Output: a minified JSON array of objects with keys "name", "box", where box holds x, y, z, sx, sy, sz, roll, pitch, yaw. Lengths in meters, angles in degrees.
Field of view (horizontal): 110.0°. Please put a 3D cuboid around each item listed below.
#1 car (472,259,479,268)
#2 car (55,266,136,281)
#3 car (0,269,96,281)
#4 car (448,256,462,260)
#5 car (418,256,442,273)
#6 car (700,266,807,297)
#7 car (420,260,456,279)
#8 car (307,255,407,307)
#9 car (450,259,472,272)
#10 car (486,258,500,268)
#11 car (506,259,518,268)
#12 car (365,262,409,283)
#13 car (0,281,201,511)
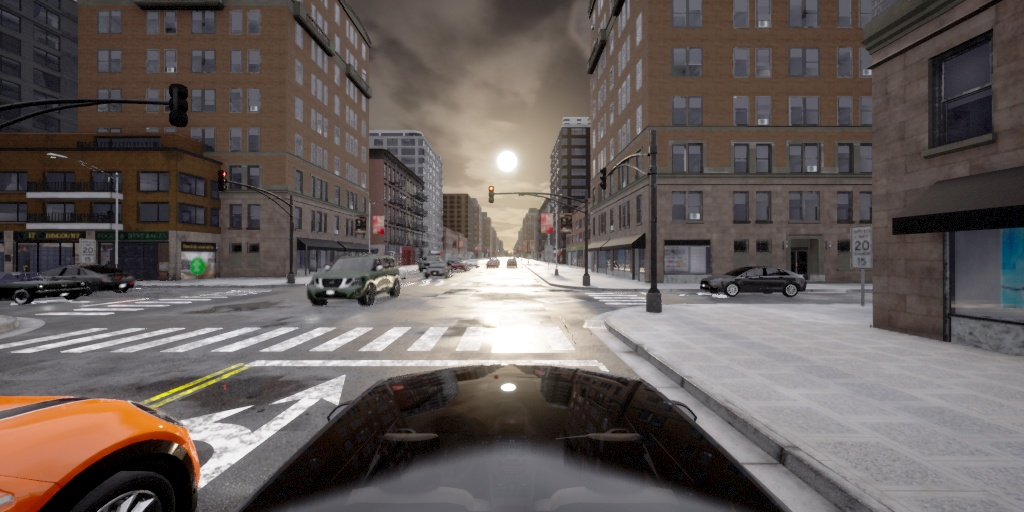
[{"name":"car","box":[-6.679,1.266,59.945,1.812,1.442,4.674,0,0,0]},{"name":"car","box":[-22.204,1.259,18.285,4.892,1.490,1.837,0,0,1]},{"name":"car","box":[-21.516,1.345,15.462,4.718,1.301,1.895,0,0,0]},{"name":"car","box":[-9.918,0.963,62.634,2.150,2.045,5.566,0,0,0]},{"name":"car","box":[-9.939,0.968,44.423,2.150,2.045,5.566,0,0,0]},{"name":"car","box":[12.424,1.294,18.639,4.892,1.490,1.837,0,0,1]},{"name":"car","box":[-6.661,1.312,32.855,1.994,1.385,4.181,0,0,0]},{"name":"car","box":[-6.625,0.972,15.824,2.150,2.045,5.566,0,0,0]},{"name":"car","box":[-6.685,1.346,46.422,1.895,1.301,4.718,0,0,0]},{"name":"car","box":[-3.369,1.304,61.948,1.994,1.385,4.181,0,0,0]},{"name":"car","box":[-0.021,1.245,63.086,1.837,1.490,4.892,0,0,0]},{"name":"car","box":[-9.963,1.275,29.034,1.812,1.442,4.674,0,0,2]},{"name":"car","box":[-3.237,1.102,0.601,2.097,1.767,4.553,0,0,0]}]
